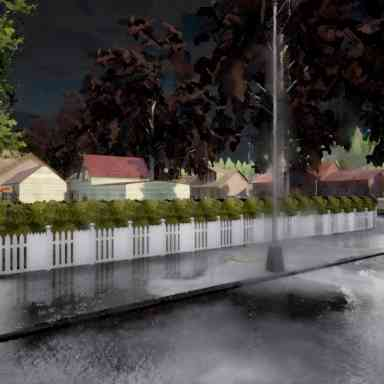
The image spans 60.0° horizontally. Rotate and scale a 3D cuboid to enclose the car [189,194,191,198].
[{"bbox_3d":[-2.188,1.221,57.477,2.150,2.045,5.566,0,0,-35],"label":"car"}]
